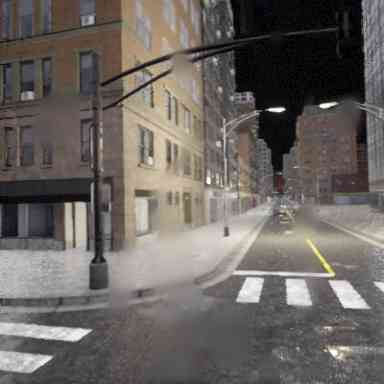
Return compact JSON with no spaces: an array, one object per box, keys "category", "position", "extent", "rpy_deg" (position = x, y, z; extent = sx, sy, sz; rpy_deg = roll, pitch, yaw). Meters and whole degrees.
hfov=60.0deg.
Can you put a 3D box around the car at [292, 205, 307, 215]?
[{"category":"car","position":[17.544,2.889,54.542],"extent":[2.128,1.511,4.902],"rpy_deg":[-2,-2,15]}]

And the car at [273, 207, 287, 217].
[{"category":"car","position":[13.053,2.897,49.264],"extent":[2.033,1.411,5.357],"rpy_deg":[-2,-2,15]}]

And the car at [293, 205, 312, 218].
[{"category":"car","position":[14.954,2.663,44.509],"extent":[1.837,1.490,4.892],"rpy_deg":[-2,-2,15]}]
